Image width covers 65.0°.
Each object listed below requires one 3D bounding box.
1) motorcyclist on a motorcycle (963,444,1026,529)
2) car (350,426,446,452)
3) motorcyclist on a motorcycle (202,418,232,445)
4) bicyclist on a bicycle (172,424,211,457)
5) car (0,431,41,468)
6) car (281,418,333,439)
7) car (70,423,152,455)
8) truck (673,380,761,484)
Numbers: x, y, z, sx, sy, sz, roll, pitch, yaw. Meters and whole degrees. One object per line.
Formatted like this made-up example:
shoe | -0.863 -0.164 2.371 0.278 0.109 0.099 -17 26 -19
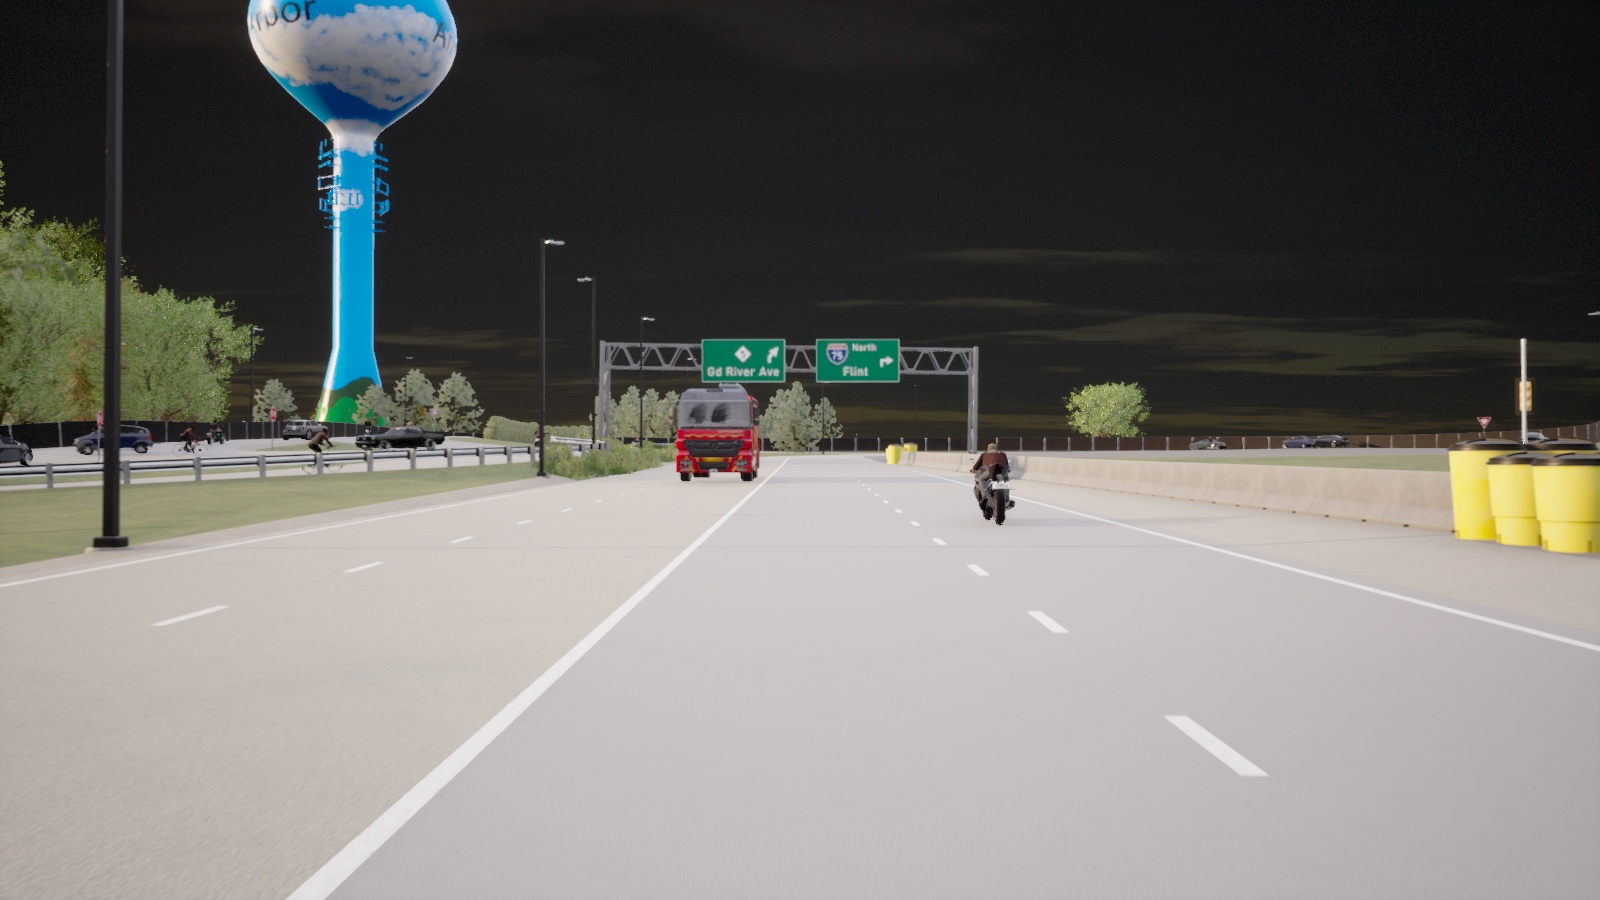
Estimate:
motorcyclist on a motorcycle | 3.651 0.659 23.798 0.866 1.530 2.191 0 0 0
car | -22.035 -0.637 68.979 1.895 1.301 4.718 1 3 39
motorcyclist on a motorcycle | -36.723 -1.182 79.121 0.766 1.649 2.350 0 2 0
bicyclist on a bicycle | -30.967 -0.499 63.926 1.656 1.620 0.582 -1 3 -15
car | -36.318 -0.013 56.624 1.845 1.501 3.633 0 3 1
car | -36.035 -1.566 91.796 1.970 1.475 3.806 0 1 6
car | -36.366 -0.591 66.317 3.705 1.549 1.789 -2 3 -31
truck | -3.194 -0.702 50.501 2.891 3.827 8.468 0 0 0
